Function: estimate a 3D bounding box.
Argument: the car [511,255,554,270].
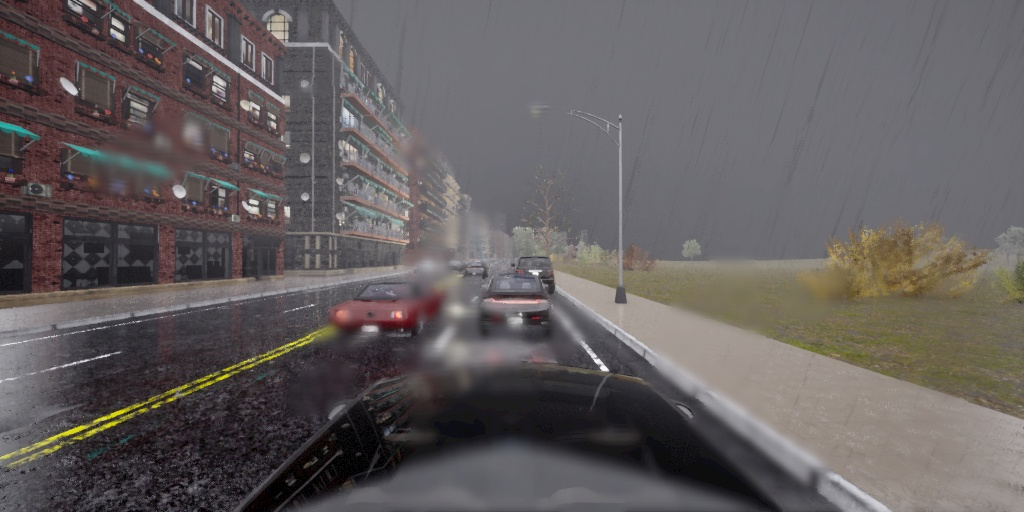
[{"bbox_3d":[1.151,0.977,20.268,2.150,2.045,5.566,0,0,0],"label":"car"}]

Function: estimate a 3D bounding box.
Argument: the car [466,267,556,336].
[{"bbox_3d":[0.107,1.243,10.399,2.128,1.511,4.902,0,0,0],"label":"car"}]

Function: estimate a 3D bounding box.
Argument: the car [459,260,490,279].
[{"bbox_3d":[-3.130,1.245,32.219,2.128,1.511,4.902,0,0,0],"label":"car"}]

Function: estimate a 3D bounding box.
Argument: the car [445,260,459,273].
[{"bbox_3d":[-6.572,1.229,42.300,1.882,1.535,5.008,0,0,0],"label":"car"}]

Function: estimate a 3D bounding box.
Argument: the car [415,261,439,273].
[{"bbox_3d":[-9.809,1.277,41.453,1.812,1.442,4.674,0,0,0],"label":"car"}]

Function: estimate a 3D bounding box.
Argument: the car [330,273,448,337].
[{"bbox_3d":[-3.145,1.352,10.275,1.895,1.301,4.718,0,0,0],"label":"car"}]
